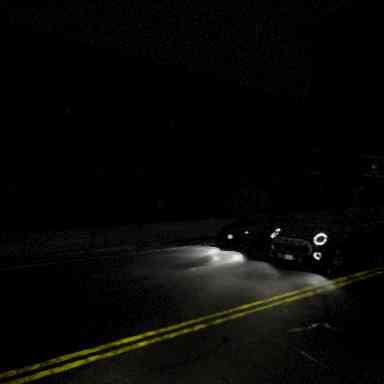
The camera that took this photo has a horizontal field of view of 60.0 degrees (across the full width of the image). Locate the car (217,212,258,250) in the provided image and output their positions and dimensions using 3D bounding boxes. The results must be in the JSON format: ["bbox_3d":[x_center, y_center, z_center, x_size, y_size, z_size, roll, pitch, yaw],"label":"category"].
[{"bbox_3d":[3.081,1.509,13.873,4.181,1.385,1.994,0,0,-36],"label":"car"}]

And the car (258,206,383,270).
[{"bbox_3d":[4.644,1.299,10.997,4.553,1.767,2.097,0,0,-36],"label":"car"}]
